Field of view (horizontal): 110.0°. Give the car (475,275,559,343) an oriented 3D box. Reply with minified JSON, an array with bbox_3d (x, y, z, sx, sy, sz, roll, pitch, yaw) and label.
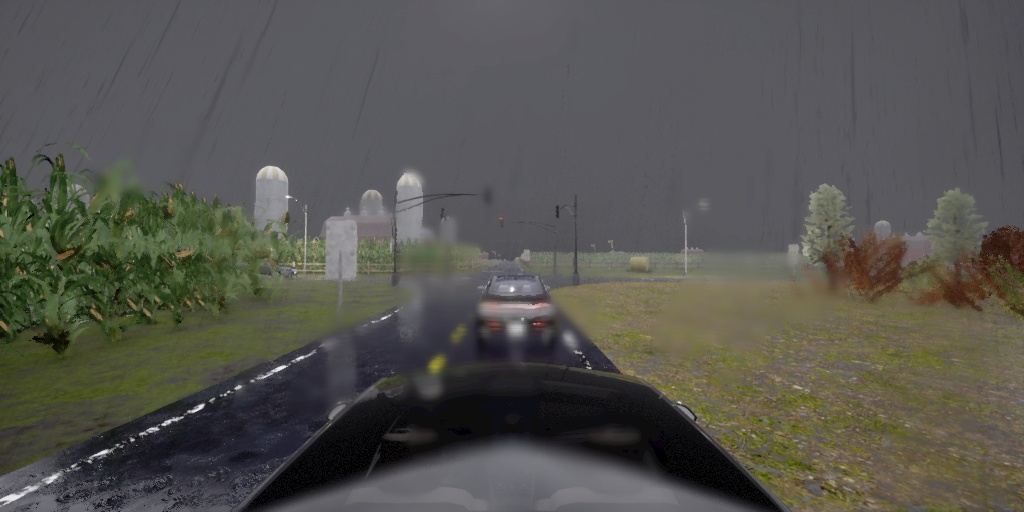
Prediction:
[{"bbox_3d":[0.102,1.245,9.632,2.128,1.511,4.902,0,0,0],"label":"car"}]

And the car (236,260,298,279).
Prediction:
[{"bbox_3d":[-19.935,1.059,28.791,4.902,1.511,2.128,0,-1,-4],"label":"car"}]

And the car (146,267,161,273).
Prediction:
[{"bbox_3d":[-29.757,1.036,28.245,5.357,1.411,2.033,0,-1,-3],"label":"car"}]

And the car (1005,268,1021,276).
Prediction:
[{"bbox_3d":[48.671,1.720,33.477,4.674,1.442,1.812,1,-1,-5],"label":"car"}]
